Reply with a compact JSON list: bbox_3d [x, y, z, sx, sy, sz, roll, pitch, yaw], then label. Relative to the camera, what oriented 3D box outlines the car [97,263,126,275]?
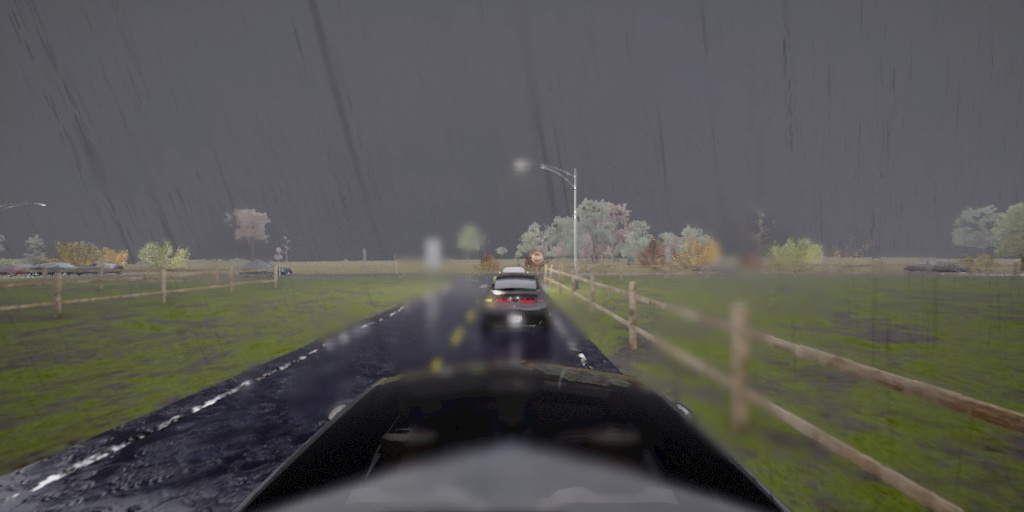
[{"bbox_3d":[-46.961,1.467,40.923,4.674,1.442,1.812,0,0,1],"label":"car"}]

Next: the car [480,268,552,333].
[{"bbox_3d":[0.103,1.267,10.804,1.837,1.490,4.892,0,-1,0],"label":"car"}]

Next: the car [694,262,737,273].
[{"bbox_3d":[22.843,1.314,40.366,4.181,1.385,1.994,0,0,1],"label":"car"}]

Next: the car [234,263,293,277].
[{"bbox_3d":[-26.185,1.422,37.842,5.357,1.411,2.033,0,0,0],"label":"car"}]

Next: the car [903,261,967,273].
[{"bbox_3d":[47.249,1.273,40.072,5.357,1.411,2.033,0,0,1],"label":"car"}]

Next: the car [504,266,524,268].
[{"bbox_3d":[0.115,1.330,22.982,2.033,1.411,5.357,0,0,0],"label":"car"}]

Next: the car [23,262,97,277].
[{"bbox_3d":[-47.935,1.419,38.093,5.008,1.535,1.882,0,0,1],"label":"car"}]
